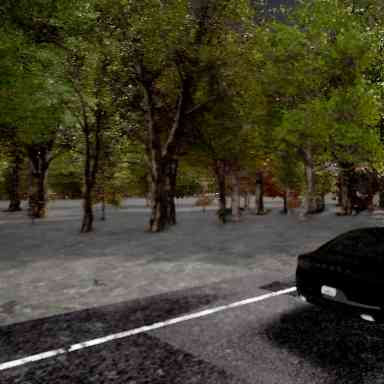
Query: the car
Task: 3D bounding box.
[{"bbox_3d":[4.264,1.475,6.914,5.008,1.535,1.882,0,0,-36],"label":"car"}]
